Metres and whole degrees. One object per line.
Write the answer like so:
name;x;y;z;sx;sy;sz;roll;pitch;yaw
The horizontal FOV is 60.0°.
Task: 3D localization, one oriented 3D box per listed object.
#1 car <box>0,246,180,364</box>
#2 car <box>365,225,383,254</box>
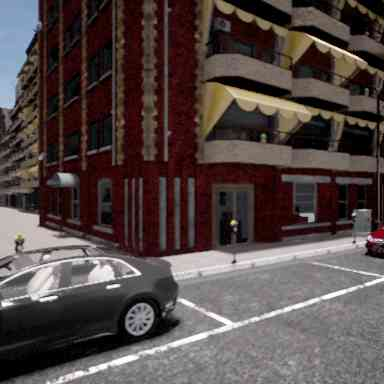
car;-2.265;1.553;4.946;4.403;1.369;2.008;0;0;-36
car;8.220;1.618;12.490;4.206;1.307;1.802;0;0;-36
